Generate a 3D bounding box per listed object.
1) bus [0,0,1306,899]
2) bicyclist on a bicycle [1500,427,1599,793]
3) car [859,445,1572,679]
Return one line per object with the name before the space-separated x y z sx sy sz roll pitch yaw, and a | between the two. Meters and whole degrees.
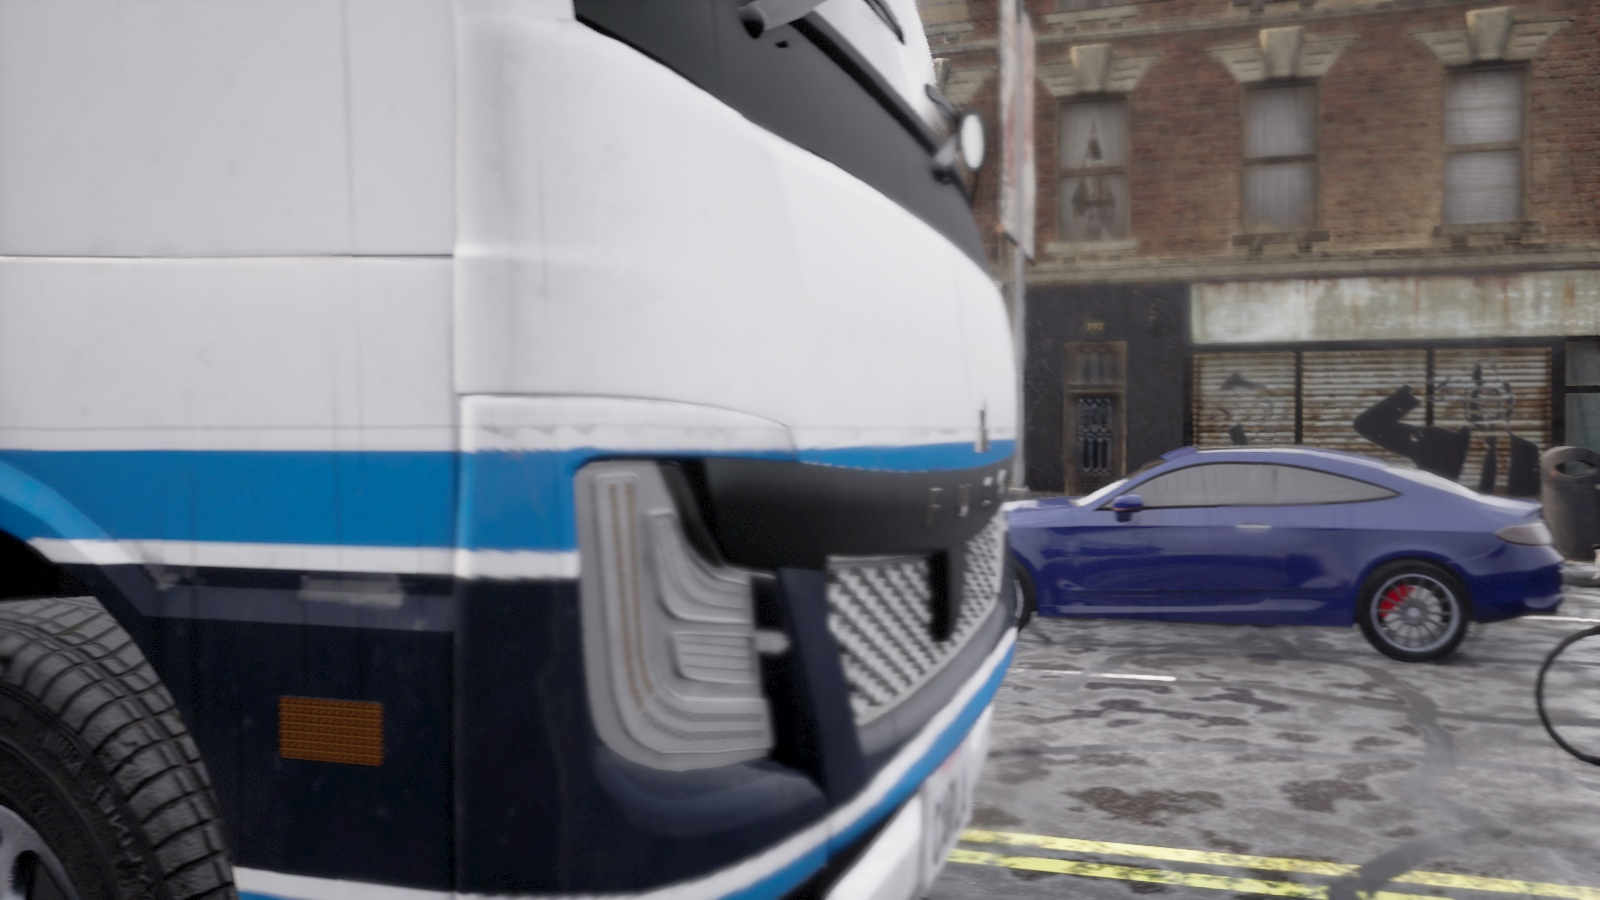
bus | -3.899 -0.646 4.436 10.273 4.253 3.944 1 1 17
bicyclist on a bicycle | 4.159 0.707 5.662 1.656 1.620 0.582 0 1 17
car | 2.935 0.709 9.553 4.674 1.442 1.812 1 1 16
